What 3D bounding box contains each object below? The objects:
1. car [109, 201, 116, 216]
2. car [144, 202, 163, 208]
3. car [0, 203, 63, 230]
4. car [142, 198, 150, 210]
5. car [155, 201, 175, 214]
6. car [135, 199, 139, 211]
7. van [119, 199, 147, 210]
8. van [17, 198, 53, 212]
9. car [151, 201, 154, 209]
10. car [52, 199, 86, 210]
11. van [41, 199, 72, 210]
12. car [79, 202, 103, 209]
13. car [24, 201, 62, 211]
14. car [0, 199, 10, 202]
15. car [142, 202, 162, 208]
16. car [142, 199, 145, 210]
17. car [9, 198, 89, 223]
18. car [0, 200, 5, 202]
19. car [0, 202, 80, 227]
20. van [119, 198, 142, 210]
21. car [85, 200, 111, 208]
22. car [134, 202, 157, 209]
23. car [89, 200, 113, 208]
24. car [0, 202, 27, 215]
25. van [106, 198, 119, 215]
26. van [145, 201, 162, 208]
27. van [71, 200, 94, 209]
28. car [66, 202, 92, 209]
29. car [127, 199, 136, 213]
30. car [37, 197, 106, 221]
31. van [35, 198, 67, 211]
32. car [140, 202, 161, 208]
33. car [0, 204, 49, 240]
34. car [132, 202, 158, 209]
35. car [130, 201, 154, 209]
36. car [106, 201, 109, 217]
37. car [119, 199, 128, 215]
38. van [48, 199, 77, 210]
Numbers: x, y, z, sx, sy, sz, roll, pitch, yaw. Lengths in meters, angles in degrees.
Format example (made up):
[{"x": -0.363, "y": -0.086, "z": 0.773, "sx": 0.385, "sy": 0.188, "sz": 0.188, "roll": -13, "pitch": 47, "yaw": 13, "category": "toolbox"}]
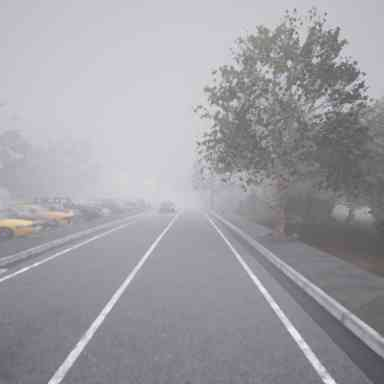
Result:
[{"x": -10.326, "y": 1.845, "z": 32.695, "sx": 4.674, "sy": 1.452, "sz": 2.002, "roll": 0, "pitch": -1, "yaw": 0, "category": "car"}, {"x": -10.262, "y": 3.529, "z": 88.171, "sx": 4.792, "sy": 1.488, "sz": 2.163, "roll": 0, "pitch": -2, "yaw": 0, "category": "car"}, {"x": -10.338, "y": 1.546, "z": 18.826, "sx": 4.892, "sy": 1.521, "sz": 2.231, "roll": 0, "pitch": -1, "yaw": 0, "category": "car"}, {"x": -10.339, "y": 2.026, "z": 54.890, "sx": 5.566, "sy": 2.045, "sz": 2.435, "roll": 0, "pitch": -2, "yaw": 0, "category": "car"}, {"x": -3.329, "y": 1.920, "z": 44.091, "sx": 2.097, "sy": 1.767, "sz": 4.553, "roll": 0, "pitch": -1, "yaw": 0, "category": "car"}, {"x": -10.318, "y": 2.131, "z": 46.573, "sx": 4.674, "sy": 1.452, "sz": 2.002, "roll": 0, "pitch": -1, "yaw": 0, "category": "car"}, {"x": -10.192, "y": 2.154, "z": 57.663, "sx": 4.442, "sy": 1.987, "sz": 1.878, "roll": 0, "pitch": -2, "yaw": 0, "category": "van"}, {"x": -23.277, "y": 1.926, "z": 49.524, "sx": 4.442, "sy": 1.987, "sz": 1.878, "roll": 0, "pitch": -1, "yaw": 0, "category": "van"}, {"x": -10.300, "y": 2.583, "z": 63.203, "sx": 5.008, "sy": 1.535, "sz": 2.097, "roll": 0, "pitch": -2, "yaw": 0, "category": "car"}, {"x": -23.357, "y": 2.332, "z": 63.228, "sx": 5.566, "sy": 2.045, "sz": 2.435, "roll": 0, "pitch": -2, "yaw": 0, "category": "car"}, {"x": -23.505, "y": 2.159, "z": 57.815, "sx": 4.442, "sy": 1.987, "sz": 1.878, "roll": 0, "pitch": -2, "yaw": 0, "category": "van"}, {"x": -23.372, "y": 3.096, "z": 77.185, "sx": 5.008, "sy": 1.535, "sz": 2.097, "roll": 0, "pitch": -2, "yaw": 0, "category": "car"}, {"x": -23.397, "y": 2.208, "z": 52.289, "sx": 5.008, "sy": 1.535, "sz": 2.097, "roll": 0, "pitch": -1, "yaw": 0, "category": "car"}, {"x": -23.395, "y": 1.923, "z": 38.442, "sx": 5.008, "sy": 1.535, "sz": 2.097, "roll": 0, "pitch": -1, "yaw": 0, "category": "car"}, {"x": -10.263, "y": 3.428, "z": 85.397, "sx": 4.792, "sy": 1.488, "sz": 2.163, "roll": 0, "pitch": -2, "yaw": 0, "category": "car"}, {"x": -10.342, "y": 2.236, "z": 52.131, "sx": 4.792, "sy": 1.488, "sz": 2.163, "roll": 0, "pitch": -2, "yaw": 0, "category": "car"}, {"x": -10.360, "y": 1.511, "z": 24.376, "sx": 4.553, "sy": 1.767, "sz": 2.185, "roll": 0, "pitch": -1, "yaw": 0, "category": "car"}, {"x": -23.397, "y": 1.863, "z": 35.547, "sx": 5.008, "sy": 1.535, "sz": 2.097, "roll": 0, "pitch": -1, "yaw": 0, "category": "car"}, {"x": -10.337, "y": 1.586, "z": 21.597, "sx": 5.008, "sy": 1.535, "sz": 2.097, "roll": 0, "pitch": -1, "yaw": 0, "category": "car"}, {"x": -10.197, "y": 1.923, "z": 49.354, "sx": 4.442, "sy": 1.987, "sz": 1.878, "roll": 0, "pitch": -1, "yaw": 0, "category": "van"}, {"x": -23.346, "y": 3.048, "z": 82.732, "sx": 5.566, "sy": 2.045, "sz": 2.435, "roll": 0, "pitch": -2, "yaw": 0, "category": "car"}, {"x": -10.293, "y": 2.992, "z": 74.301, "sx": 4.892, "sy": 1.521, "sz": 2.231, "roll": 0, "pitch": -2, "yaw": 0, "category": "car"}, {"x": -23.344, "y": 3.150, "z": 85.500, "sx": 5.566, "sy": 2.045, "sz": 2.435, "roll": 0, "pitch": -2, "yaw": 0, "category": "car"}, {"x": -23.393, "y": 1.981, "z": 41.212, "sx": 4.892, "sy": 1.521, "sz": 2.231, "roll": 0, "pitch": -1, "yaw": 0, "category": "car"}, {"x": -10.439, "y": 1.637, "z": 35.476, "sx": 4.442, "sy": 1.987, "sz": 1.878, "roll": 0, "pitch": -1, "yaw": 0, "category": "van"}, {"x": -10.406, "y": 3.376, "z": 90.955, "sx": 4.442, "sy": 1.987, "sz": 1.878, "roll": 0, "pitch": -2, "yaw": 0, "category": "van"}, {"x": -23.497, "y": 2.662, "z": 71.532, "sx": 4.442, "sy": 1.987, "sz": 1.878, "roll": 0, "pitch": -2, "yaw": 0, "category": "van"}, {"x": -23.380, "y": 2.831, "z": 68.880, "sx": 4.674, "sy": 1.452, "sz": 2.002, "roll": 0, "pitch": -2, "yaw": 0, "category": "car"}, {"x": -10.287, "y": 2.064, "z": 43.796, "sx": 4.792, "sy": 1.488, "sz": 2.163, "roll": 0, "pitch": -1, "yaw": 0, "category": "car"}, {"x": -10.299, "y": 1.440, "z": 27.150, "sx": 5.566, "sy": 2.045, "sz": 2.435, "roll": 0, "pitch": -1, "yaw": 0, "category": "car"}, {"x": -23.274, "y": 2.052, "z": 54.914, "sx": 4.442, "sy": 1.987, "sz": 1.878, "roll": 0, "pitch": -2, "yaw": 0, "category": "van"}, {"x": -10.265, "y": 3.326, "z": 82.623, "sx": 4.792, "sy": 1.488, "sz": 2.163, "roll": 0, "pitch": -2, "yaw": 0, "category": "car"}, {"x": -10.148, "y": 1.508, "z": 16.057, "sx": 5.366, "sy": 1.575, "sz": 1.946, "roll": 0, "pitch": -1, "yaw": 0, "category": "car"}, {"x": -10.115, "y": 2.886, "z": 71.527, "sx": 5.366, "sy": 1.575, "sz": 1.946, "roll": 0, "pitch": -2, "yaw": 0, "category": "car"}, {"x": -10.271, "y": 2.661, "z": 68.757, "sx": 4.553, "sy": 1.767, "sz": 2.185, "roll": 0, "pitch": -2, "yaw": 0, "category": "car"}, {"x": -10.355, "y": 1.778, "z": 29.920, "sx": 4.792, "sy": 1.488, "sz": 2.163, "roll": 0, "pitch": -1, "yaw": 0, "category": "car"}, {"x": -10.326, "y": 1.920, "z": 38.247, "sx": 5.008, "sy": 1.535, "sz": 2.097, "roll": 0, "pitch": -1, "yaw": 0, "category": "car"}, {"x": -23.504, "y": 2.256, "z": 60.459, "sx": 4.442, "sy": 1.987, "sz": 1.878, "roll": 0, "pitch": -2, "yaw": 0, "category": "van"}]
